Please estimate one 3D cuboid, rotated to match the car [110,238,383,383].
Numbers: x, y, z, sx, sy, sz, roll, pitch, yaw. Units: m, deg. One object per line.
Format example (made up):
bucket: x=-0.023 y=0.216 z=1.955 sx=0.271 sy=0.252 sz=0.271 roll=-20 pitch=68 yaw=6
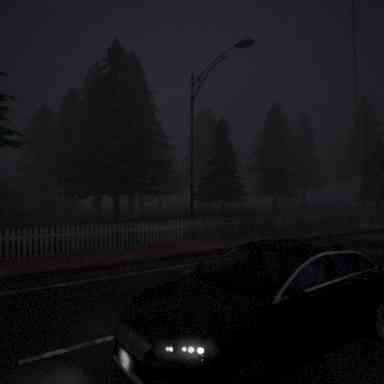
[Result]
car: x=1.284 y=1.509 z=4.938 sx=4.902 sy=1.511 sz=2.128 roll=0 pitch=0 yaw=-36
